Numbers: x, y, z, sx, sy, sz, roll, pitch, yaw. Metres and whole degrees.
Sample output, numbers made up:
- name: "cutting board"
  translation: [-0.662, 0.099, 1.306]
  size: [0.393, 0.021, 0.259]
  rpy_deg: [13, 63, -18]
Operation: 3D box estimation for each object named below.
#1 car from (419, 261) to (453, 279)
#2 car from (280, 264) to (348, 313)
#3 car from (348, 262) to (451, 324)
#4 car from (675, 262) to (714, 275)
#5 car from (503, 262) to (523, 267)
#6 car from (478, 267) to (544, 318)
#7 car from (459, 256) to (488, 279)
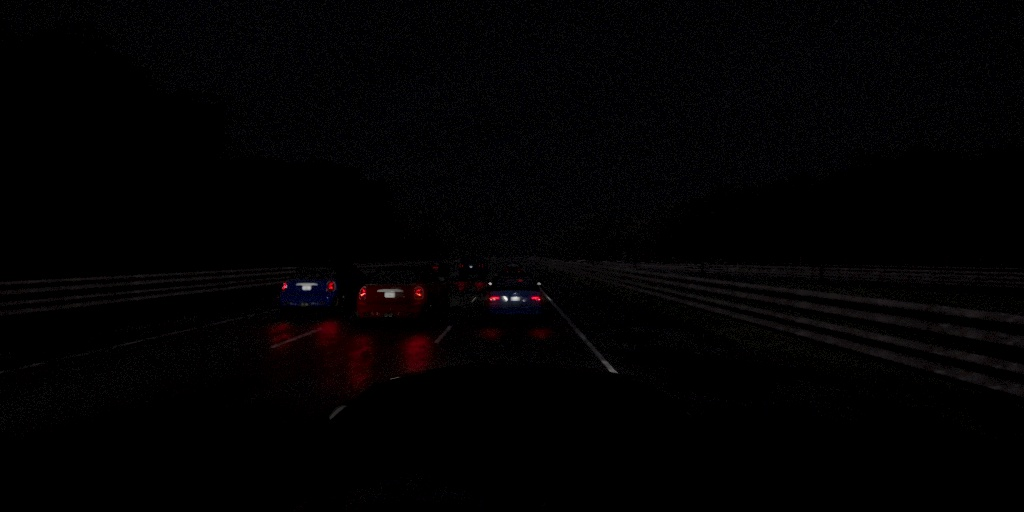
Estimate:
- name: "car"
  translation: [-6.897, 1.262, 33.187]
  size: [2.128, 1.511, 4.902]
  rpy_deg: [0, -1, 0]
- name: "car"
  translation: [-6.902, 1.083, 14.180]
  size: [2.097, 1.767, 4.553]
  rpy_deg: [0, 0, 0]
- name: "car"
  translation: [-3.401, 1.108, 12.123]
  size: [2.097, 1.767, 4.553]
  rpy_deg: [0, 0, 0]
- name: "car"
  translation: [21.784, 1.461, 42.986]
  size: [2.163, 1.488, 4.792]
  rpy_deg: [0, 0, -20]
- name: "car"
  translation: [0.097, 1.314, 34.250]
  size: [1.812, 1.442, 4.674]
  rpy_deg: [0, 0, 0]
- name: "car"
  translation: [0.098, 1.304, 13.012]
  size: [2.033, 1.411, 5.357]
  rpy_deg: [0, 0, 0]
- name: "car"
  translation: [-3.404, 1.007, 32.496]
  size: [2.150, 2.045, 5.566]
  rpy_deg: [0, 0, 0]
